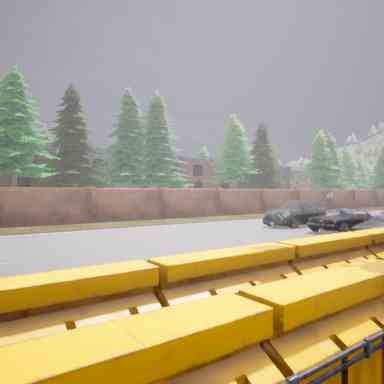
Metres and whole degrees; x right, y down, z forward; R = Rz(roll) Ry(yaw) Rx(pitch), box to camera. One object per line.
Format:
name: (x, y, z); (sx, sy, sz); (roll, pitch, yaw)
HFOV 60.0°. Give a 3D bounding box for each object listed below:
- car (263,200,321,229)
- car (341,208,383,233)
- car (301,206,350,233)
car: (6.730, 1.351, 21.610); (4.553, 1.767, 2.097); (0, 0, -35)
car: (9.162, 1.547, 14.762); (5.357, 1.411, 2.033); (0, 0, -35)
car: (8.539, 1.601, 18.603); (4.718, 1.301, 1.895); (0, 0, -35)
